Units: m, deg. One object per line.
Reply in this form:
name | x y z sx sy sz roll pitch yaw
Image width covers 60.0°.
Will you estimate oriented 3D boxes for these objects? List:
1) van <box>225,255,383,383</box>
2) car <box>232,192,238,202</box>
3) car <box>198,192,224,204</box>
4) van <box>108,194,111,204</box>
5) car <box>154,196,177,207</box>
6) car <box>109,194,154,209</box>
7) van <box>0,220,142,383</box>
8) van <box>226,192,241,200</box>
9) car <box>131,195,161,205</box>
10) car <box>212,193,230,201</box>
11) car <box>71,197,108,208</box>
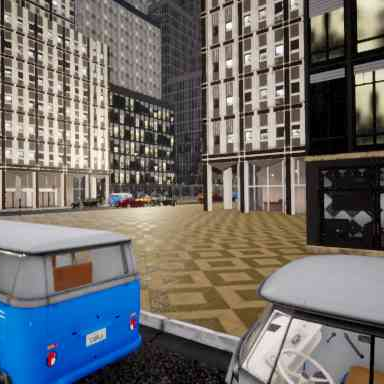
van | 1.995 1.341 1.464 3.998 1.788 1.690 0 -1 36
car | 6.294 1.099 57.053 2.008 1.369 4.403 0 0 36
car | 2.960 0.906 52.504 2.192 1.841 5.009 0 0 36
van | -10.485 1.133 48.326 1.690 1.788 3.998 0 0 36
car | -3.700 1.228 43.407 2.008 1.369 4.403 0 0 36
car | -7.031 1.265 38.858 1.887 1.381 4.507 0 0 36
van | -2.545 1.342 4.703 3.998 1.788 1.690 0 -1 36
van | 9.510 0.869 75.630 1.690 1.788 3.998 0 0 36
car | -7.251 1.275 52.739 1.752 1.417 4.829 0 0 36
car | 6.178 1.013 71.079 1.967 1.590 4.097 0 0 36
car | -13.815 1.400 43.776 1.947 1.339 4.313 0 0 36
